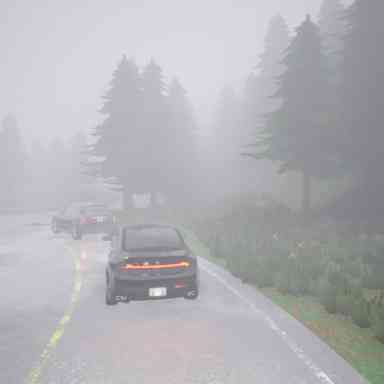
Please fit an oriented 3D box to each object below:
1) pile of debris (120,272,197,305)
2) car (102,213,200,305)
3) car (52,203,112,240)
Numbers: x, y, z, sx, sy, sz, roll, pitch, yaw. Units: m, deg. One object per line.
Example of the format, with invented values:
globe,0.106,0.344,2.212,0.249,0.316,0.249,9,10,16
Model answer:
pile of debris,-0.853,2.175,7.706,1.500,0.140,1.860,0,0,-14
car,-1.110,1.504,8.195,1.837,1.490,4.892,0,0,-12
car,-5.709,1.352,17.415,2.097,1.767,4.553,0,0,-39
